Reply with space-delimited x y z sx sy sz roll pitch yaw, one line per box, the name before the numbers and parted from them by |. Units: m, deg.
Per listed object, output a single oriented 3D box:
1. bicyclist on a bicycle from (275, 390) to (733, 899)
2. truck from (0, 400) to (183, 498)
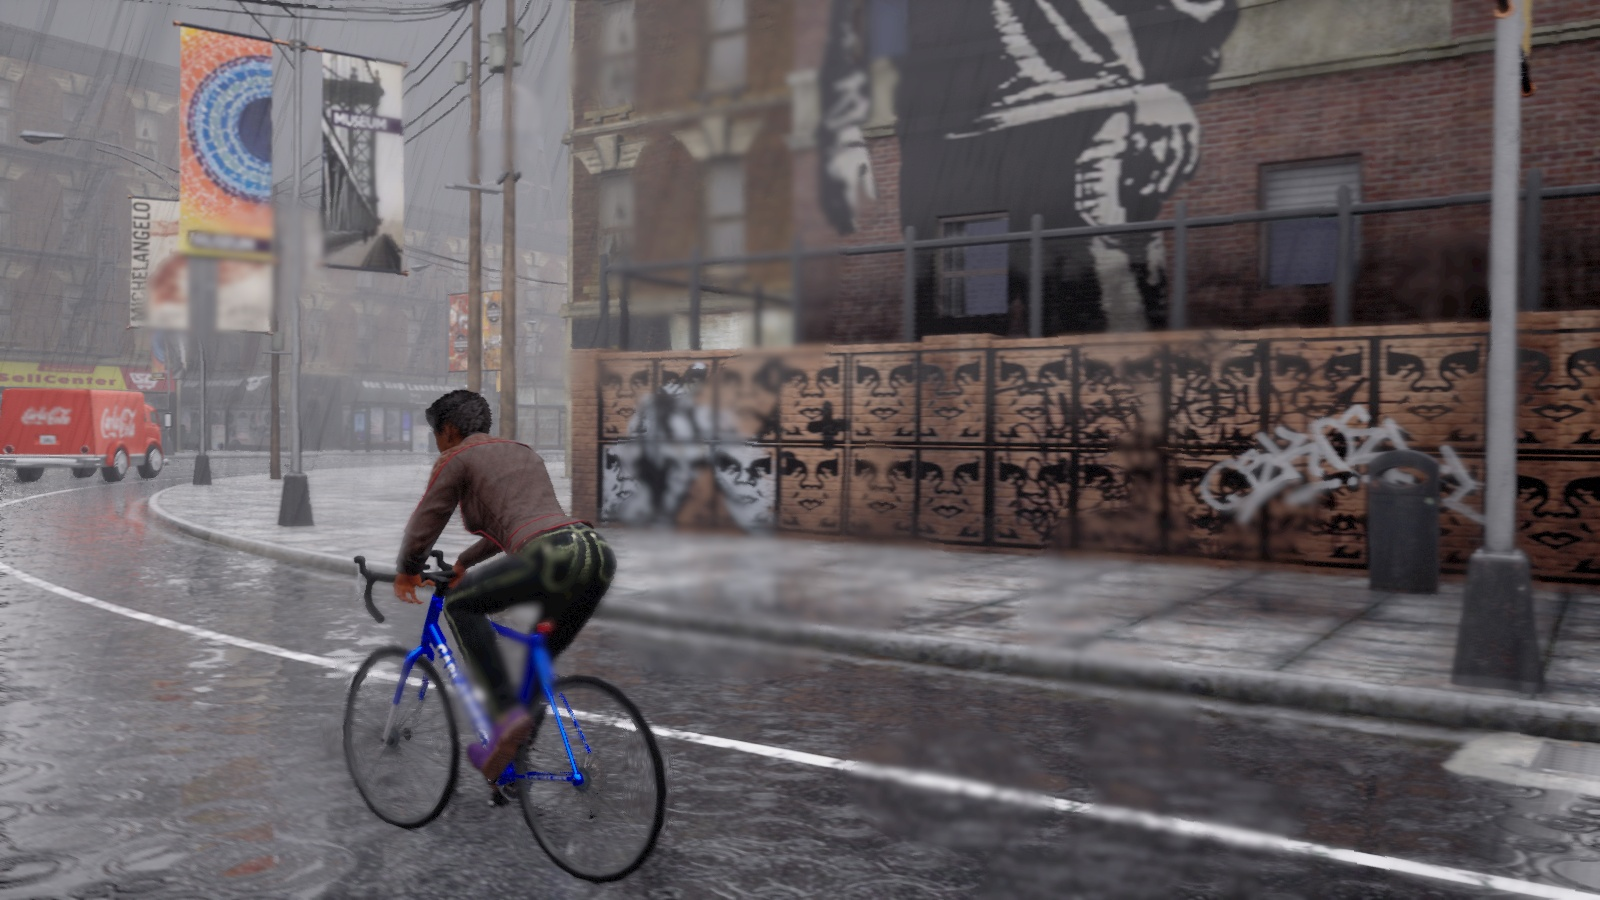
bicyclist on a bicycle | -1.076 0.634 4.387 1.656 1.620 0.582 0 1 35
truck | -19.425 -0.051 34.589 2.627 2.467 5.204 -1 1 -6
